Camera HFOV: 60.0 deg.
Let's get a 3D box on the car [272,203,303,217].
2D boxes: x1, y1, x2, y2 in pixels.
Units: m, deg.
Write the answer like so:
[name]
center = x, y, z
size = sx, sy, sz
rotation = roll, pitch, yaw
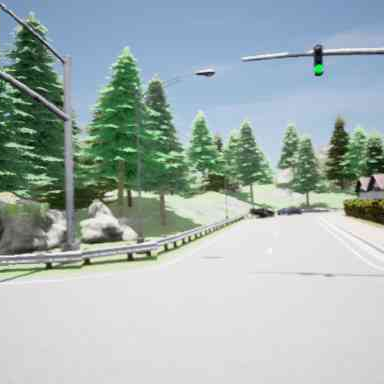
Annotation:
[car]
center = 14.239, 2.689, 48.521
size = 4.181, 1.385, 1.994
rotation = -1, -2, -38
